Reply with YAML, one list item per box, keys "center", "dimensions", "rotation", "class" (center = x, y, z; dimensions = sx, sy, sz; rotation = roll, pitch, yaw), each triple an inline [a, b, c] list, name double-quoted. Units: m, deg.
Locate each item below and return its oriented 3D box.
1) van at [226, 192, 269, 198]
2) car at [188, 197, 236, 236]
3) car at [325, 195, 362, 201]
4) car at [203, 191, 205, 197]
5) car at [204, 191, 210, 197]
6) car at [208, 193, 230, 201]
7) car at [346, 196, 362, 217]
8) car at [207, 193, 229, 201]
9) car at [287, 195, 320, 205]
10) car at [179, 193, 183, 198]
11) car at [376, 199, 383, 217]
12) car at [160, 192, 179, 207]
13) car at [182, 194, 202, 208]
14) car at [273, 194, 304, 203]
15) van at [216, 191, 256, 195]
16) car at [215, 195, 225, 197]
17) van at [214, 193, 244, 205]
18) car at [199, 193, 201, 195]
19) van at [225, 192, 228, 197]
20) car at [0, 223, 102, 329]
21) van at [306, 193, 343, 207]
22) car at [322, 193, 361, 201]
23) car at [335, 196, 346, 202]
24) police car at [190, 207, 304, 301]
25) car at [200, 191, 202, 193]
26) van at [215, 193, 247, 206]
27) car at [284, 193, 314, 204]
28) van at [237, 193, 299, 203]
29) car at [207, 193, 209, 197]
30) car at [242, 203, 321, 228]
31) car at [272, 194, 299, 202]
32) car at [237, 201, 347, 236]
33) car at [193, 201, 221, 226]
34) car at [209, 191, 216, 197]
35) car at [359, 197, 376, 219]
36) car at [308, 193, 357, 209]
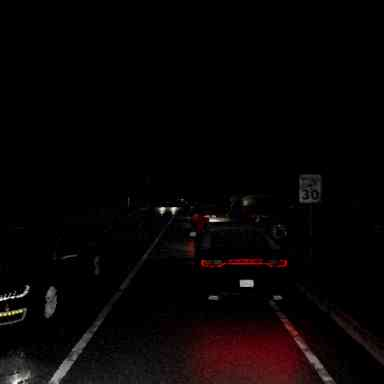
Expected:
- center: [5.594, 1.229, 30.123]
  dimensions: [4.442, 1.987, 1.878]
  rotation: [0, 0, 0]
  class: "van"
- center: [0.971, 1.332, 18.377]
  dimensions: [2.097, 1.767, 4.553]
  rotation: [0, 0, 0]
  class: "car"
- center: [18.805, 1.451, 39.206]
  dimensions: [4.792, 1.488, 2.163]
  rotation: [0, 0, 0]
  class: "car"
- center: [5.626, 0.937, 66.569]
  dimensions: [5.566, 2.045, 2.435]
  rotation: [0, 1, 0]
  class: "car"
- center: [5.630, 0.962, 63.766]
  dimensions: [5.566, 2.045, 2.435]
  rotation: [0, 1, 0]
  class: "car"
- center: [5.619, 1.038, 69.373]
  dimensions: [4.553, 1.767, 2.185]
  rotation: [0, 1, 0]
  class: "car"
- center: [18.970, 1.443, 33.651]
  dimensions: [5.366, 1.575, 1.946]
  rotation: [0, 0, 0]
  class: "car"
- center: [5.614, 1.013, 72.177]
  dimensions: [4.553, 1.767, 2.185]
  rotation: [0, 1, 0]
  class: "car"
- center: [18.722, 1.315, 55.860]
  dimensions: [4.792, 1.488, 2.163]
  rotation: [0, 1, 0]
  class: "car"
- center: [-3.266, 1.029, 85.043]
  dimensions: [1.882, 1.535, 5.008]
  rotation: [0, 1, 0]
  class: "car"
- center: [18.788, 1.461, 28.095]
  dimensions: [4.892, 1.521, 2.231]
  rotation: [0, 0, 0]
  class: "car"
- center: [-3.358, 1.078, 47.685]
  dimensions: [2.150, 2.045, 5.566]
  rotation: [0, 0, 0]
  class: "car"
- center: [0.007, 1.420, 45.089]
  dimensions: [2.033, 1.411, 5.357]
  rotation: [0, 0, 1]
  class: "car"
- center: [18.552, 1.208, 64.186]
  dimensions: [5.366, 1.575, 1.946]
  rotation: [0, 0, 0]
  class: "car"
- center: [5.806, 1.162, 44.146]
  dimensions: [4.442, 1.987, 1.878]
  rotation: [0, 0, 0]
  class: "van"
- center: [5.700, 1.408, 41.340]
  dimensions: [4.892, 1.521, 2.231]
  rotation: [0, 0, 0]
  class: "car"
- center: [5.793, 1.088, 52.554]
  dimensions: [4.442, 1.987, 1.878]
  rotation: [0, 1, 0]
  class: "van"
- center: [-0.011, 1.273, 58.234]
  dimensions: [2.128, 1.511, 4.902]
  rotation: [0, 0, 0]
  class: "car"
- center: [5.823, 1.221, 32.925]
  dimensions: [4.442, 1.987, 1.878]
  rotation: [0, 0, 0]
  class: "van"
- center: [-3.352, 1.500, 7.227]
  dimensions: [1.837, 1.490, 4.892]
  rotation: [0, 0, 0]
  class: "car"
- center: [18.880, 1.134, 47.532]
  dimensions: [4.442, 1.987, 1.878]
  rotation: [0, 1, 0]
  class: "van"
- center: [18.744, 1.152, 41.979]
  dimensions: [5.566, 2.045, 2.435]
  rotation: [0, 0, 0]
  class: "car"
- center: [18.751, 1.468, 36.423]
  dimensions: [4.792, 1.488, 2.163]
  rotation: [0, 0, 0]
  class: "car"
- center: [0.973, 1.420, 8.504]
  dimensions: [1.930, 1.638, 5.238]
  rotation: [0, 0, 0]
  class: "police car"
- center: [5.796, 0.936, 94.603]
  dimensions: [5.366, 1.575, 1.946]
  rotation: [0, 1, 0]
  class: "car"
- center: [5.797, 1.113, 49.750]
  dimensions: [4.442, 1.987, 1.878]
  rotation: [0, 1, 0]
  class: "van"
- center: [18.777, 1.135, 58.635]
  dimensions: [4.553, 1.767, 2.185]
  rotation: [0, 1, 0]
  class: "car"
- center: [5.836, 1.236, 24.513]
  dimensions: [4.442, 1.987, 1.878]
  rotation: [0, 0, 0]
  class: "van"
- center: [5.660, 1.279, 60.965]
  dimensions: [4.674, 1.452, 2.002]
  rotation: [0, 1, 0]
  class: "car"
- center: [5.727, 1.505, 21.710]
  dimensions: [4.674, 1.452, 2.002]
  rotation: [0, 0, 0]
  class: "car"
- center: [18.739, 1.187, 66.963]
  dimensions: [4.892, 1.521, 2.231]
  rotation: [0, 1, 0]
  class: "car"
- center: [5.543, 1.465, 18.907]
  dimensions: [5.366, 1.575, 1.946]
  rotation: [0, 0, 0]
  class: "car"
- center: [0.971, 1.471, 24.415]
  dimensions: [1.837, 1.490, 4.892]
  rotation: [0, 0, 0]
  class: "car"
- center: [5.657, 1.112, 46.946]
  dimensions: [5.566, 2.045, 2.435]
  rotation: [0, 1, 0]
  class: "car"
- center: [18.784, 1.454, 30.873]
  dimensions: [5.008, 1.535, 2.097]
  rotation: [0, 0, 0]
  class: "car"
- center: [18.796, 1.133, 44.755]
  dimensions: [5.566, 2.045, 2.435]
  rotation: [0, 1, 0]
  class: "car"
